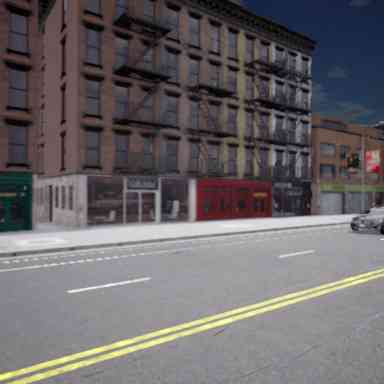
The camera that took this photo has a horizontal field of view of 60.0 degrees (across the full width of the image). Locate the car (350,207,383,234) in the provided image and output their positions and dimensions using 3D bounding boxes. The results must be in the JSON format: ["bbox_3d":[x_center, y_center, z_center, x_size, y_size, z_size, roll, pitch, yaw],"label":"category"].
[{"bbox_3d":[11.388,1.629,19.911,4.674,1.442,1.812,0,0,-36],"label":"car"}]
